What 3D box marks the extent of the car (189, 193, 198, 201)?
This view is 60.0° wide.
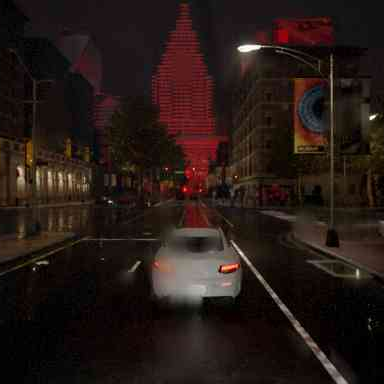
[{"bbox_3d":[0.400,1.355,86.898,2.097,1.767,4.553,0,0,0],"label":"car"}]

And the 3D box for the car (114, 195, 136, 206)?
[{"bbox_3d":[-11.324,1.478,56.724,1.882,1.535,5.008,0,0,0],"label":"car"}]

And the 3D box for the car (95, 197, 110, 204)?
[{"bbox_3d":[-17.943,1.595,66.873,1.895,1.301,4.718,0,0,0],"label":"car"}]

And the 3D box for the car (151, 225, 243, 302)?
[{"bbox_3d":[0.114,1.526,8.122,1.812,1.442,4.674,0,0,1],"label":"car"}]

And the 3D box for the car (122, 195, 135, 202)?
[{"bbox_3d":[-14.647,1.478,76.742,1.882,1.535,5.008,0,0,0],"label":"car"}]

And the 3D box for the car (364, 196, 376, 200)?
[{"bbox_3d":[34.758,1.481,68.023,2.231,1.521,4.892,0,0,0],"label":"car"}]

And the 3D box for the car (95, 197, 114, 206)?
[{"bbox_3d":[-14.823,1.547,56.789,2.033,1.411,5.357,0,0,0],"label":"car"}]

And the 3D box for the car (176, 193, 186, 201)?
[{"bbox_3d":[-3.098,1.552,87.296,1.994,1.385,4.181,0,0,0],"label":"car"}]

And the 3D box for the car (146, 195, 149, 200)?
[{"bbox_3d":[-11.147,1.355,76.757,2.097,1.767,4.553,0,0,0],"label":"car"}]

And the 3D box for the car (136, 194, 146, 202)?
[{"bbox_3d":[-11.214,1.547,66.537,2.033,1.411,5.357,0,0,1],"label":"car"}]

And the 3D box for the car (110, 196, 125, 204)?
[{"bbox_3d":[-14.711,1.505,66.328,1.837,1.490,4.892,0,0,1],"label":"car"}]
